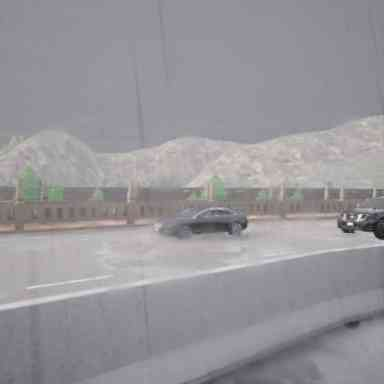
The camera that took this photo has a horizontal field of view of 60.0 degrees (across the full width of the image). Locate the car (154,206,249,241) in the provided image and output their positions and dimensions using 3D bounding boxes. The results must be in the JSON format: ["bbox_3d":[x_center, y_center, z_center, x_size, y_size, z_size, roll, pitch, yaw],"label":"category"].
[{"bbox_3d":[0.534,1.454,16.402,4.902,1.511,2.128,0,0,-29],"label":"car"}]

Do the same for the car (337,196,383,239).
[{"bbox_3d":[10.311,1.233,17.549,5.566,2.045,2.150,0,0,-25],"label":"car"}]
